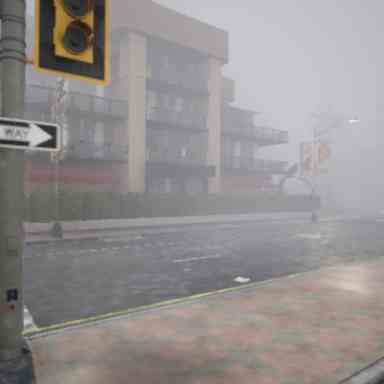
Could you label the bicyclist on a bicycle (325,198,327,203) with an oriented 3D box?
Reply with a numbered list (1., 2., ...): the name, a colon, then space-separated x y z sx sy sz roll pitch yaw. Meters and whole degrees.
1. bicyclist on a bicycle: 26.508 1.989 65.627 1.656 1.620 0.582 0 0 -35
